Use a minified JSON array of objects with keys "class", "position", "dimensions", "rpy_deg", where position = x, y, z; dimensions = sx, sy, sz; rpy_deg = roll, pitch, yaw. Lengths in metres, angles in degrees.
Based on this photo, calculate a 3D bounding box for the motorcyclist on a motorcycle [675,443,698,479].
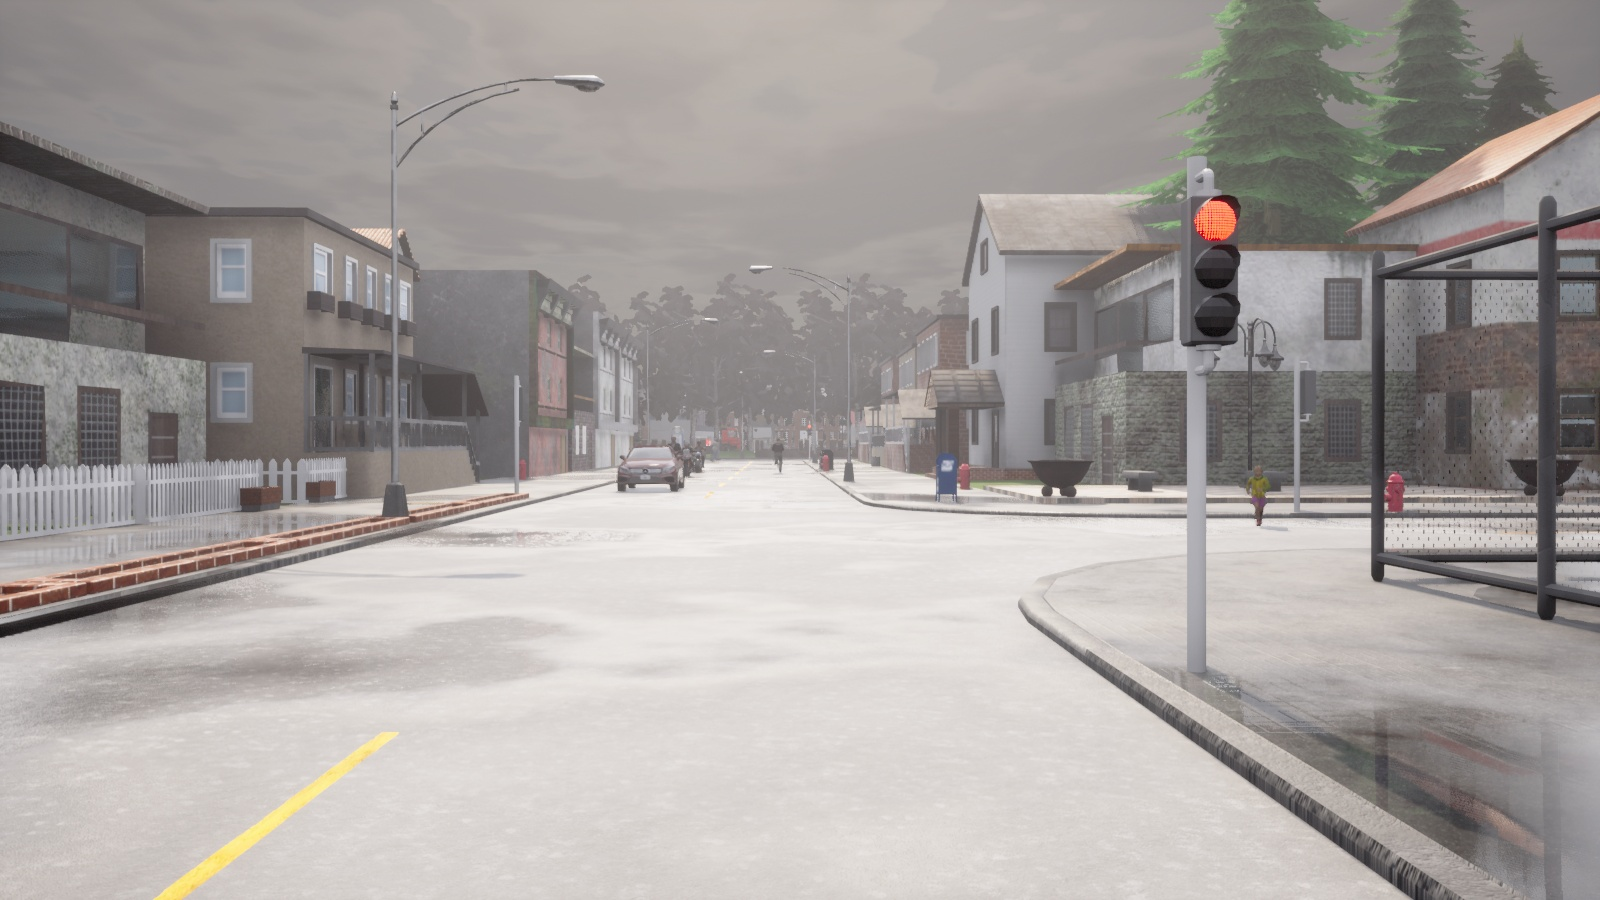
[{"class":"motorcyclist on a motorcycle","position":[-4.953,0.467,55.038],"dimensions":[0.866,1.530,2.191],"rpy_deg":[0,0,-1]}]

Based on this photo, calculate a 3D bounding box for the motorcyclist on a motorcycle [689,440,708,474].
[{"class":"motorcyclist on a motorcycle","position":[-5.101,0.336,63.268],"dimensions":[0.766,1.649,2.350],"rpy_deg":[0,0,-1]}]

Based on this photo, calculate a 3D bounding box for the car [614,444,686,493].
[{"class":"car","position":[-4.684,0.544,39.798],"dimensions":[1.812,1.442,4.674],"rpy_deg":[0,0,-1]}]

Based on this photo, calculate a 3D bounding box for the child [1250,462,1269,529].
[{"class":"child","position":[8.071,0.798,22.070],"dimensions":[0.299,1.160,0.473],"rpy_deg":[0,0,18]}]
